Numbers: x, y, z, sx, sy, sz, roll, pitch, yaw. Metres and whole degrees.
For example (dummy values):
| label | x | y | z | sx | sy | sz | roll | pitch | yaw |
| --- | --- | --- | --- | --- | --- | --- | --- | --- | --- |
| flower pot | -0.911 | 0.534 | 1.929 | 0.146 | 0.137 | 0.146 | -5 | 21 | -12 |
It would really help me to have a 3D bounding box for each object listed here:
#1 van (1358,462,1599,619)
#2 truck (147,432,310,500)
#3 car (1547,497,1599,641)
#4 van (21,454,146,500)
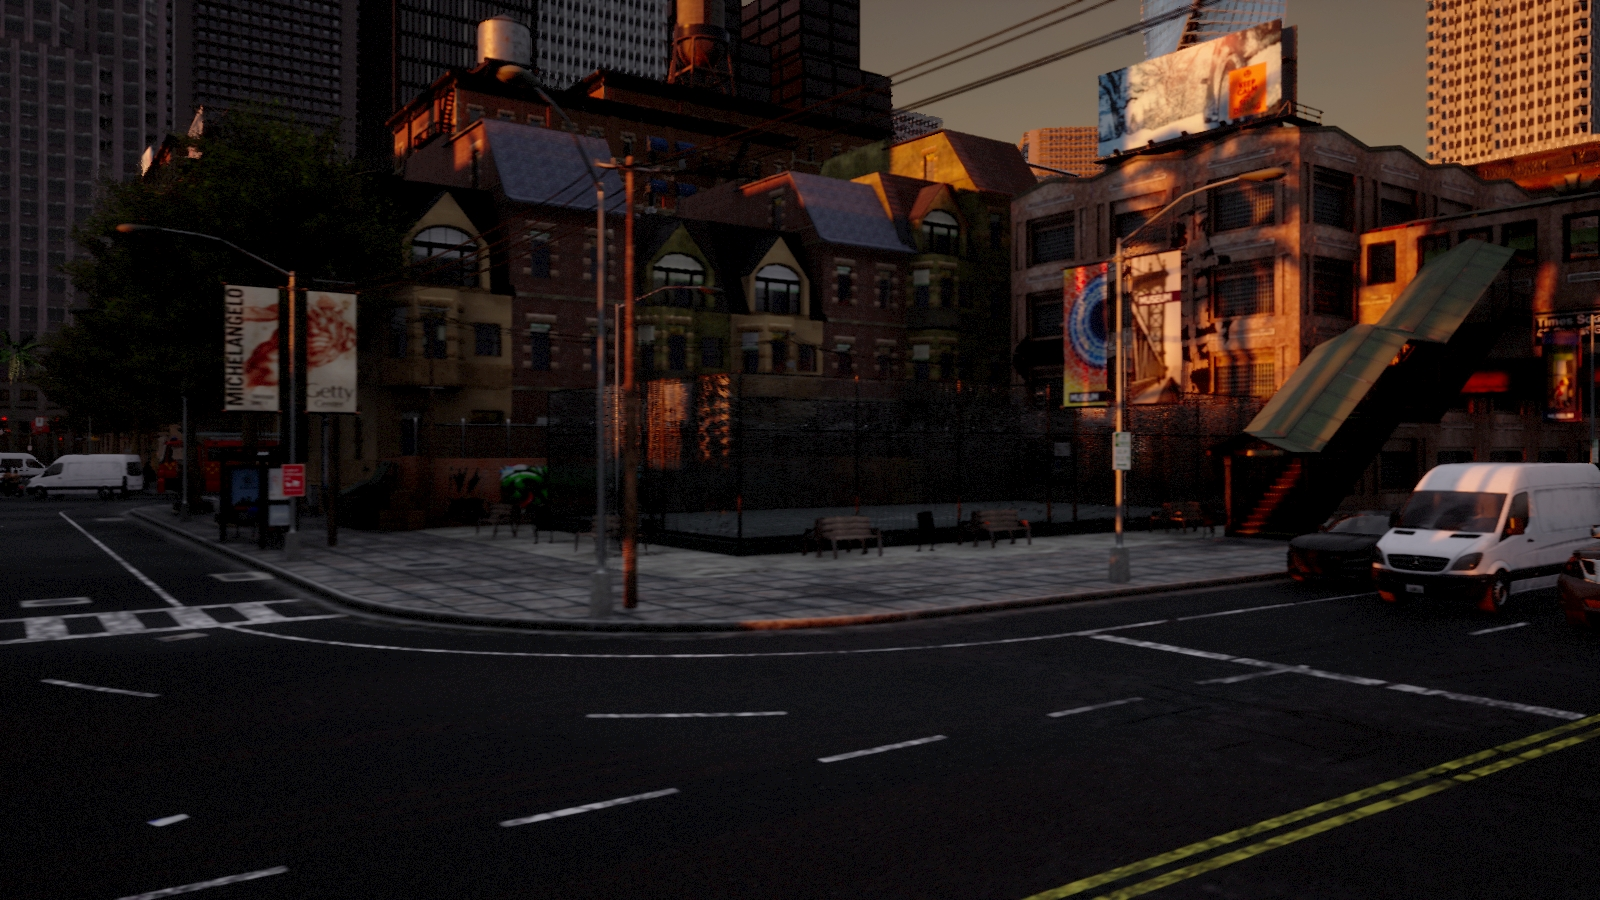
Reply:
| label | x | y | z | sx | sy | sz | roll | pitch | yaw |
| --- | --- | --- | --- | --- | --- | --- | --- | --- | --- |
| van | 13.065 | 1.534 | 21.534 | 5.915 | 2.561 | 1.988 | 0 | 0 | -35 |
| truck | -33.608 | 0.889 | 67.366 | 8.468 | 3.827 | 2.891 | 0 | 0 | -29 |
| car | 14.259 | 1.779 | 18.093 | 5.566 | 2.045 | 2.150 | 0 | 0 | -35 |
| van | -41.343 | 1.533 | 65.977 | 5.915 | 2.561 | 1.988 | 0 | 0 | -2 |
